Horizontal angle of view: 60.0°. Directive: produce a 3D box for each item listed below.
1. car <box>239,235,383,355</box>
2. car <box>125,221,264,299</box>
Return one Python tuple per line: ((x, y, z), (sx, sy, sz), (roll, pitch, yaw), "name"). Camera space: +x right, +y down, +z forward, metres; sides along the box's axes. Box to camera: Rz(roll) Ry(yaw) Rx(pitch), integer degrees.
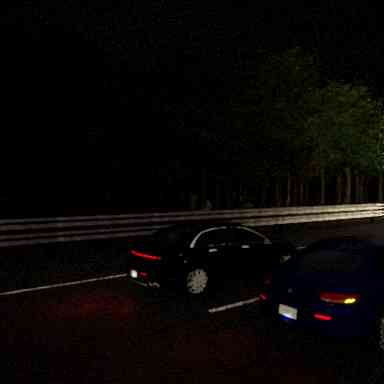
((3.232, 1.529, 6.044), (4.674, 1.442, 1.812), (0, 0, -35), "car")
((0.720, 1.508, 8.551), (4.892, 1.490, 1.837), (0, 0, -35), "car")
